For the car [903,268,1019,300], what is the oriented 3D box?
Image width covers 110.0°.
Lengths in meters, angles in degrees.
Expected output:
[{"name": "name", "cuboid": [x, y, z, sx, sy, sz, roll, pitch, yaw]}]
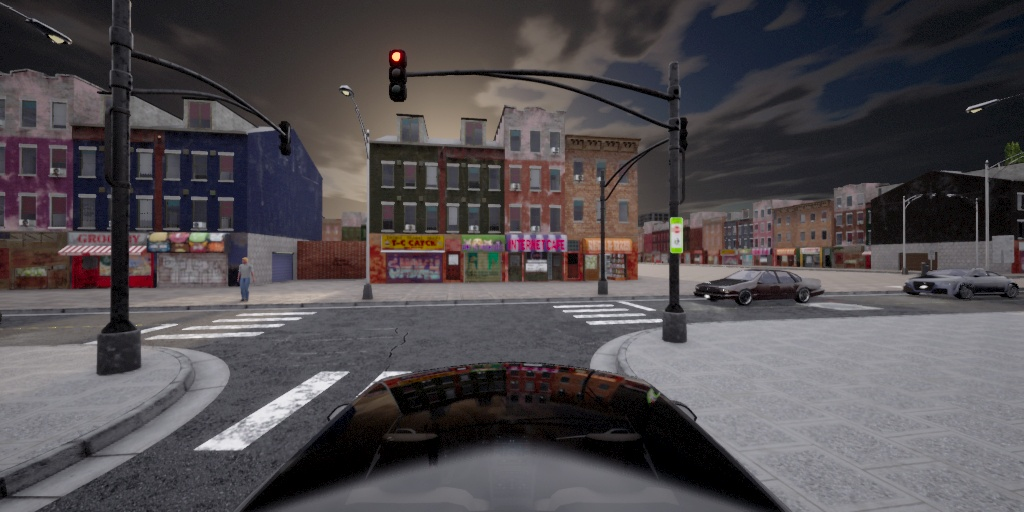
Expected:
[{"name": "car", "cuboid": [21.197, 1.263, 17.025, 4.181, 1.385, 1.994, 0, 0, -8]}]

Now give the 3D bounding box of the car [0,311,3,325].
[{"name": "car", "cuboid": [-15.410, 1.278, 8.332, 4.902, 1.511, 2.128, 0, 0, -8]}]

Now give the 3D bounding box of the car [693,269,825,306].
[{"name": "car", "cuboid": [10.641, 1.274, 15.441, 5.357, 1.411, 2.033, 0, 0, -14]}]

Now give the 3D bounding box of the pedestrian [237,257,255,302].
[{"name": "pedestrian", "cuboid": [-11.107, 0.945, 14.926, 0.375, 1.860, 0.375, 0, 0, -9]}]
